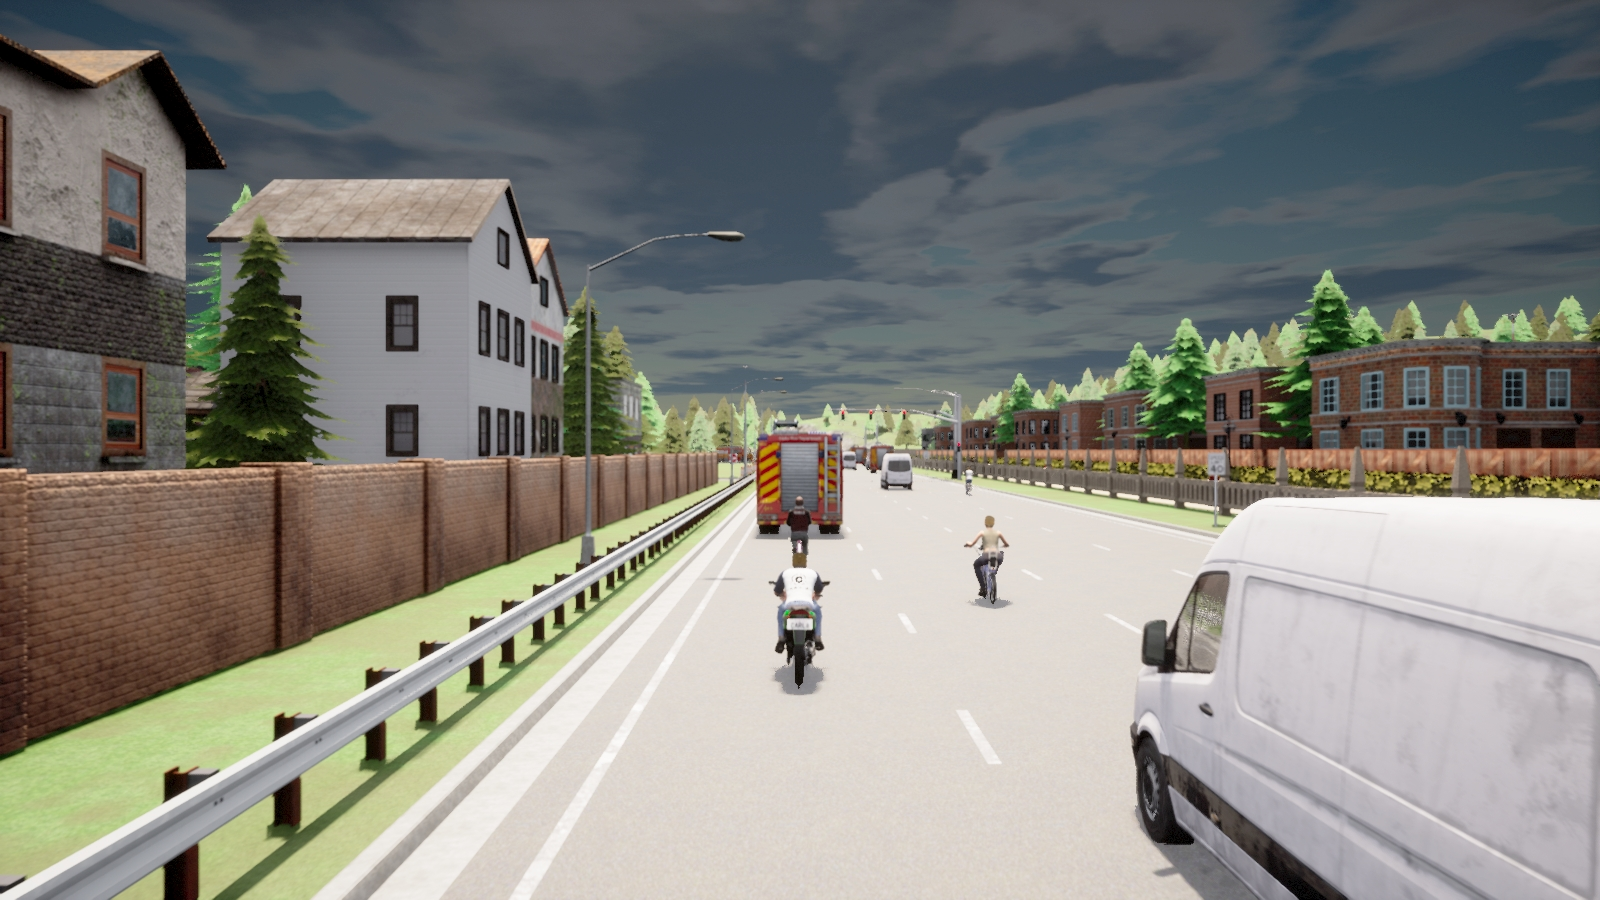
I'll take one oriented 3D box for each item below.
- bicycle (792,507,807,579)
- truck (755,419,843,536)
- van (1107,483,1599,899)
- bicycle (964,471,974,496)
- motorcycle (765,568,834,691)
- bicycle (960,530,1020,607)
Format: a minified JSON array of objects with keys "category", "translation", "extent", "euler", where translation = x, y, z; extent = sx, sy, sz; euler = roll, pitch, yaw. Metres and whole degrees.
[{"category":"bicycle","translation":[-0.019,2.071,25.780],"extent":[0.329,1.471,1.835],"euler":[0,0,0]},{"category":"truck","translation":[-0.024,0.907,41.637],"extent":[2.891,3.827,8.468],"euler":[0,0,0]},{"category":"van","translation":[3.494,1.537,6.318],"extent":[1.988,2.561,5.915],"euler":[0,0,0]},{"category":"bicycle","translation":[10.467,2.084,70.889],"extent":[0.373,1.496,1.643],"euler":[0,0,0]},{"category":"motorcycle","translation":[-0.008,2.193,14.311],"extent":[0.803,1.199,2.033],"euler":[0,1,0]},{"category":"bicycle","translation":[3.490,2.166,21.142],"extent":[0.859,1.277,1.487],"euler":[0,0,0]}]
